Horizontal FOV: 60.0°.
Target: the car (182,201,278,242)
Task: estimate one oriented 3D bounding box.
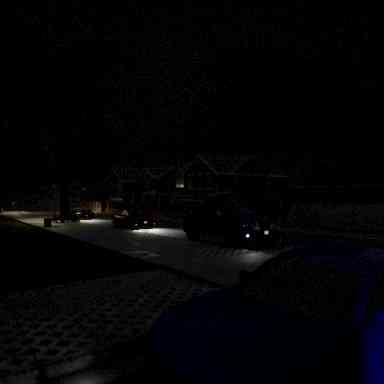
[{"bbox_3d":[1.666,1.487,16.850,2.150,2.045,5.566,0,-1,-35],"label":"car"}]

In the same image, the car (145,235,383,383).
[{"bbox_3d":[1.816,1.478,4.263,5.008,1.535,1.882,0,0,-36],"label":"car"}]

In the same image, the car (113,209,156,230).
[{"bbox_3d":[-4.484,2.044,25.453,1.994,1.385,4.181,0,-1,-35],"label":"car"}]

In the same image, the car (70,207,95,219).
[{"bbox_3d":[-12.012,2.290,36.019,1.994,1.385,4.181,0,-1,-35],"label":"car"}]
